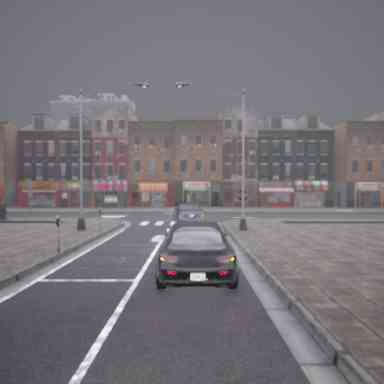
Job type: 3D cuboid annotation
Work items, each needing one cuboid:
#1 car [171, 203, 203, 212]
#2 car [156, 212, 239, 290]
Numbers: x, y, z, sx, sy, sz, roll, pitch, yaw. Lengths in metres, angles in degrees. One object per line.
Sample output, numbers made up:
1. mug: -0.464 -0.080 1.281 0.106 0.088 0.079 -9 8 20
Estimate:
1. car: -0.318 1.437 21.975 2.033 1.411 5.357 0 0 -7
2. car: 0.108 1.479 8.802 1.812 1.442 4.674 0 0 0
